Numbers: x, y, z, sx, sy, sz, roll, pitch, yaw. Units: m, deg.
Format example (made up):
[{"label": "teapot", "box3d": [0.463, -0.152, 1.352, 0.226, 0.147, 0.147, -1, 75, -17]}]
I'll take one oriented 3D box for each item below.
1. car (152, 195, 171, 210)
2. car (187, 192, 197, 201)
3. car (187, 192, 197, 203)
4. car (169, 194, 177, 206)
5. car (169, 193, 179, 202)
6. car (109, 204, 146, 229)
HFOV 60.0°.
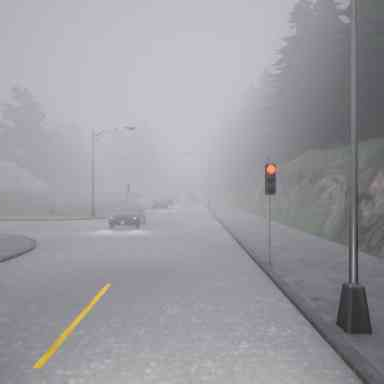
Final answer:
[{"label": "car", "box3d": [-4.093, 1.526, 43.507, 1.812, 1.442, 4.674, 0, 0, 0]}, {"label": "car", "box3d": [-0.016, 1.108, 78.413, 2.150, 2.045, 5.566, 0, 0, 0]}, {"label": "car", "box3d": [-0.014, 1.352, 68.317, 2.097, 1.767, 4.553, 0, 0, 0]}, {"label": "car", "box3d": [-4.096, 1.477, 56.450, 1.882, 1.535, 5.008, 0, 0, 0]}, {"label": "car", "box3d": [-4.014, 1.128, 70.649, 2.150, 2.045, 5.566, 0, 0, 0]}, {"label": "car", "box3d": [-4.100, 1.525, 21.792, 1.812, 1.442, 4.674, 0, 0, 0]}]
